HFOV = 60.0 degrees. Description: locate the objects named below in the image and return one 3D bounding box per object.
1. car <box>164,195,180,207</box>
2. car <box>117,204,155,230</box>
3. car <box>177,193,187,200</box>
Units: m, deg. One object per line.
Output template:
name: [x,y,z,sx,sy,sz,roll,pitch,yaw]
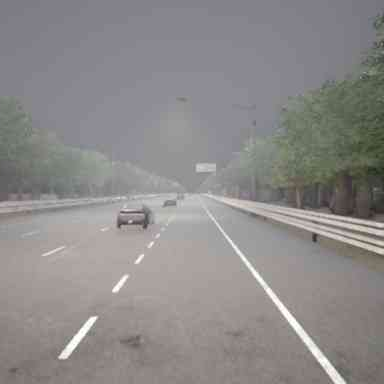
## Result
car: [-3.390,1.556,52.763,1.812,1.442,4.674,0,0,0]
car: [-3.493,1.495,21.251,2.128,1.511,4.902,0,0,0]
car: [-3.113,1.277,92.009,2.150,2.045,5.566,0,0,1]
